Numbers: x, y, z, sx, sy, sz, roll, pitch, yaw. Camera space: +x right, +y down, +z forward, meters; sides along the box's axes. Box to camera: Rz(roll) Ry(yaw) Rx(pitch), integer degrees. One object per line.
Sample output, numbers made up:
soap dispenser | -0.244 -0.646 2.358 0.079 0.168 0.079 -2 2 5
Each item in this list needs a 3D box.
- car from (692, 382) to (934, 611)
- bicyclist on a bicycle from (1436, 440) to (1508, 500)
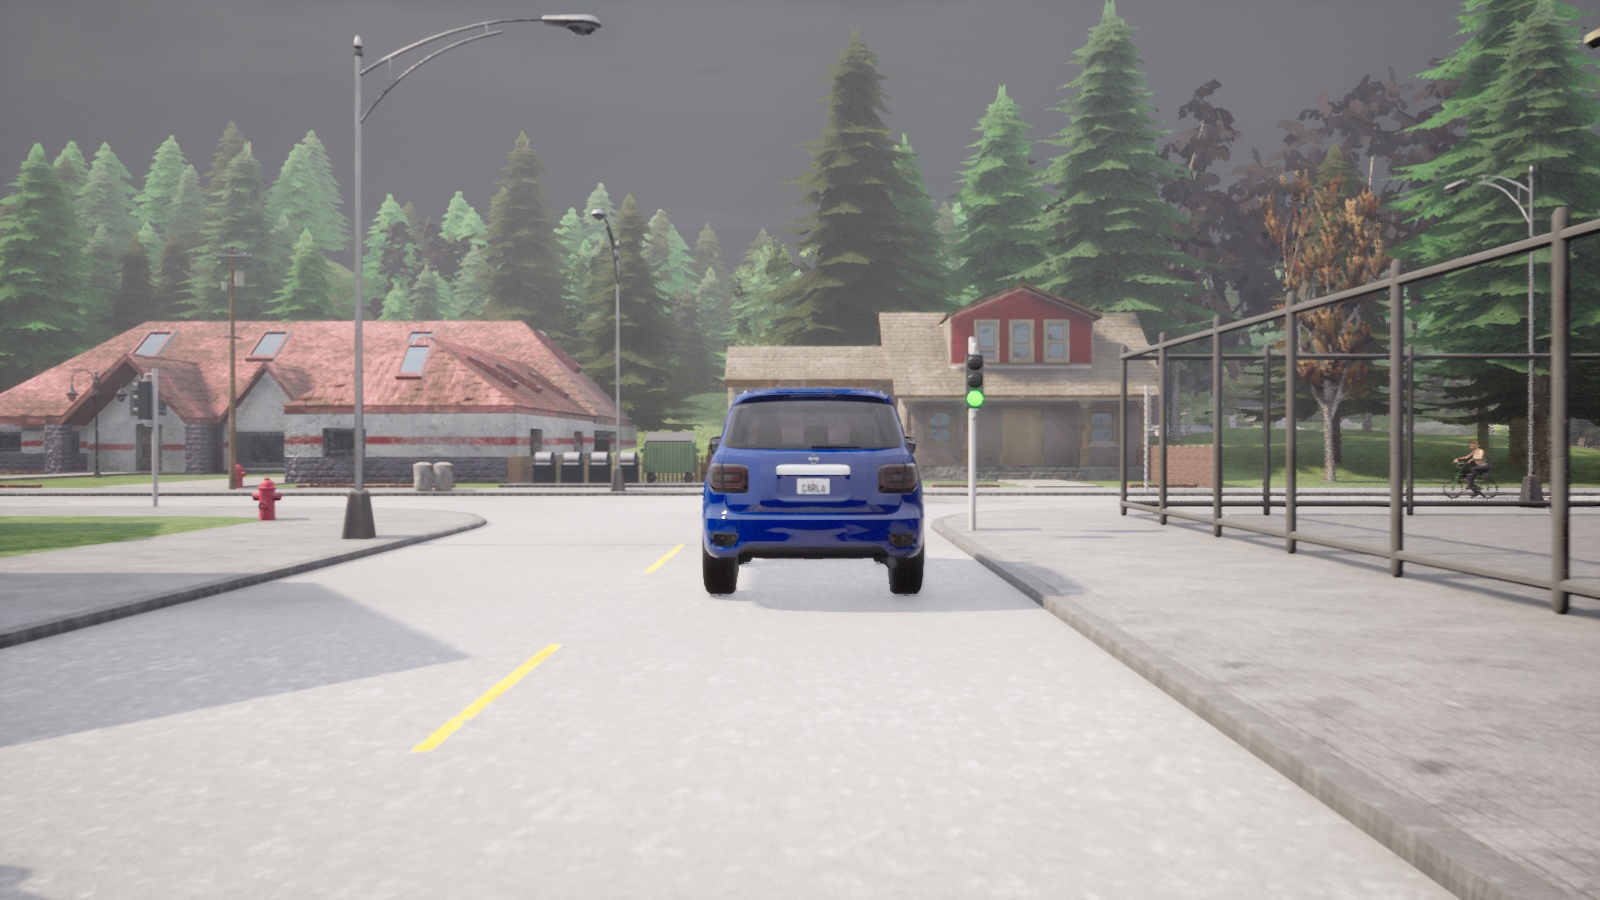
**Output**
car | 0.139 0.403 13.982 2.150 2.045 5.566 0 0 0
bicyclist on a bicycle | 18.296 0.546 34.220 1.509 1.612 0.866 0 0 0
